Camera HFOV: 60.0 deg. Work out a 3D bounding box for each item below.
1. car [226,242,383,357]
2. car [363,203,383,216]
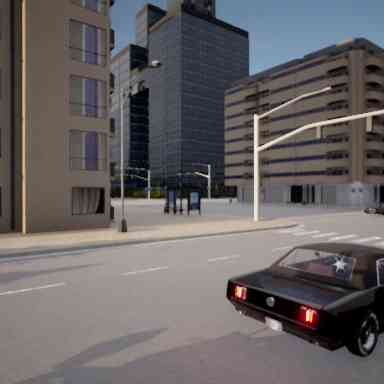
[{"bbox_3d":[2.954,1.594,6.035,4.718,1.301,1.895,0,0,-36],"label":"car"},{"bbox_3d":[18.589,1.552,30.478,2.033,1.411,5.357,0,0,-25],"label":"car"}]
